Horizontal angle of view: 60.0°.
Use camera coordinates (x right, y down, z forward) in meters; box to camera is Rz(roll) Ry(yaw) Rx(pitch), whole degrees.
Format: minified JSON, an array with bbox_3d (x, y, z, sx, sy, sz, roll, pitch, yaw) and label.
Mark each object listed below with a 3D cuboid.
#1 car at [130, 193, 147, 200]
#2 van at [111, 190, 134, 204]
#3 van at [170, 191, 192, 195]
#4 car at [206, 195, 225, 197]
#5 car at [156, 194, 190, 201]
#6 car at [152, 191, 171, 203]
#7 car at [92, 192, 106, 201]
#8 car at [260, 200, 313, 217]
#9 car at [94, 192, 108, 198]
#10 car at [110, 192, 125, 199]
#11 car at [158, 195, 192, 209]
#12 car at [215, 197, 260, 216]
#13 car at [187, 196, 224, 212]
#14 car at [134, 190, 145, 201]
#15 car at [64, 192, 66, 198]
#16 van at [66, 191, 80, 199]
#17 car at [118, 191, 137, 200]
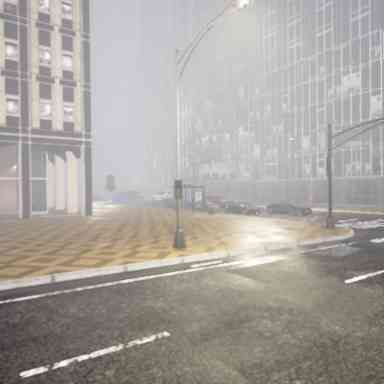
[{"bbox_3d":[-11.002,0.960,68.295,1.802,1.307,4.206,0,1,-34],"label":"car"},{"bbox_3d":[-11.505,0.956,54.180,1.690,1.788,3.998,0,1,-34],"label":"van"},{"bbox_3d":[-1.380,0.880,54.216,1.690,1.788,3.998,0,1,-34],"label":"van"},{"bbox_3d":[3.054,1.129,37.460,2.097,1.767,4.553,-1,1,-35],"label":"car"},{"bbox_3d":[-2.568,1.287,45.699,1.895,1.301,4.718,-1,1,-34],"label":"car"},{"bbox_3d":[-4.528,0.782,54.210,2.150,2.045,5.566,-1,1,-34],"label":"car"},{"bbox_3d":[-17.921,1.058,63.566,2.008,1.369,4.403,0,1,-34],"label":"car"},{"bbox_3d":[8.514,1.429,29.473,1.994,1.385,4.181,-1,1,-34],"label":"car"},{"bbox_3d":[-23.832,0.712,87.062,2.008,1.369,4.403,0,1,-34],"label":"car"},{"bbox_3d":[-17.417,0.710,77.677,1.967,1.590,4.097,0,1,-34],"label":"car"},{"bbox_3d":[-1.927,1.338,40.078,1.947,1.339,4.313,0,1,-34],"label":"car"},{"bbox_3d":[4.425,1.442,30.650,1.947,1.339,4.313,0,1,-34],"label":"car"},{"bbox_3d":[1.232,1.407,35.354,1.802,1.307,4.206,0,1,-34],"label":"car"},{"bbox_3d":[-11.831,0.662,64.875,2.150,2.045,5.566,-1,1,-34],"label":"car"},{"bbox_3d":[-30.750,0.730,82.332,1.967,1.590,4.097,0,1,-34],"label":"car"},{"bbox_3d":[-27.543,0.686,77.640,1.690,1.788,3.998,0,1,-34],"label":"van"},{"bbox_3d":[-14.210,0.639,72.984,2.192,1.841,5.009,0,1,-34],"label":"car"}]
